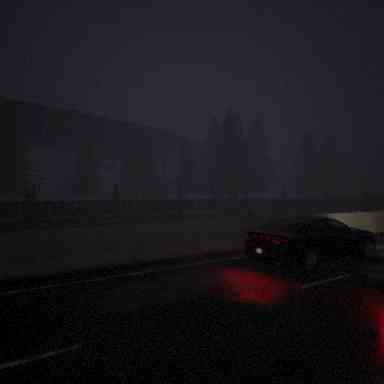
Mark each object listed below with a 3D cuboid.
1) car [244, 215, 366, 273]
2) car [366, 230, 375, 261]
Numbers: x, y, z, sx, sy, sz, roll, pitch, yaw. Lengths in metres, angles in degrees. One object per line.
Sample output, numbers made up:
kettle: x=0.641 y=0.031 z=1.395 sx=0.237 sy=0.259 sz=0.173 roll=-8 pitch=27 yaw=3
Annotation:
car: x=3.944 y=1.486 z=10.767 sx=5.008 sy=1.535 sz=1.882 roll=0 pitch=0 yaw=-34
car: x=6.946 y=1.501 z=8.533 sx=4.902 sy=1.511 sz=2.128 roll=0 pitch=0 yaw=-32
